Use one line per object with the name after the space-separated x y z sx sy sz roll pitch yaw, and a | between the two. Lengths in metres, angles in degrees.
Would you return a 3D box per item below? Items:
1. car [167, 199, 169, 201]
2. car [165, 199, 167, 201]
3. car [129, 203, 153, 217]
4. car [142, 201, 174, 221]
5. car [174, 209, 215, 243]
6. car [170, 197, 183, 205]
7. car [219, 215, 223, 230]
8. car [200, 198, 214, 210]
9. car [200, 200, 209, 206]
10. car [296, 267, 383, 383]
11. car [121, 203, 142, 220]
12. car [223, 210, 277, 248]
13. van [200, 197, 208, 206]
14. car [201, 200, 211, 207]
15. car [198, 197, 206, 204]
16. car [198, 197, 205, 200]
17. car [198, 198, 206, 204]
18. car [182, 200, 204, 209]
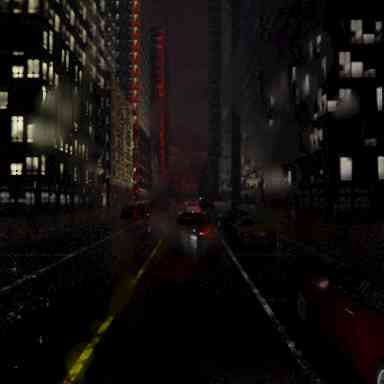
-5.659 2.183 60.011 1.887 1.381 4.507 1 -1 0 | car
-5.661 2.144 54.436 1.947 1.339 4.313 1 -1 0 | car
-5.665 1.951 37.712 2.008 1.369 4.403 1 -1 0 | car
-3.091 1.879 31.188 2.033 1.411 5.357 0 -1 0 | car
0.103 1.784 17.170 1.895 1.301 4.718 0 -1 0 | car
-2.980 2.078 71.892 2.097 1.767 4.553 0 -1 0 | car
2.710 1.790 21.054 1.947 1.339 4.313 1 -1 0 | car
2.720 2.124 54.515 1.887 1.381 4.507 1 -1 0 | car
2.724 2.340 71.246 1.802 1.307 4.206 1 -1 0 | car
2.704 1.629 4.322 1.802 1.307 4.206 1 -1 0 | car
-5.667 1.886 32.137 1.887 1.381 4.507 1 -1 0 | car
2.709 1.692 15.647 1.752 1.417 4.829 1 -1 0 | car
2.731 2.159 76.825 1.690 1.788 3.998 1 -1 0 | van
2.723 2.264 65.669 1.947 1.339 4.313 1 -1 0 | car
2.736 2.312 93.556 2.192 1.841 5.009 1 -1 0 | car
2.726 1.954 60.095 2.192 1.841 5.009 1 -1 0 | car
2.732 2.377 87.977 1.967 1.590 4.097 1 -1 0 | car
0.111 1.926 37.711 1.812 1.442 4.674 0 -1 0 | car
